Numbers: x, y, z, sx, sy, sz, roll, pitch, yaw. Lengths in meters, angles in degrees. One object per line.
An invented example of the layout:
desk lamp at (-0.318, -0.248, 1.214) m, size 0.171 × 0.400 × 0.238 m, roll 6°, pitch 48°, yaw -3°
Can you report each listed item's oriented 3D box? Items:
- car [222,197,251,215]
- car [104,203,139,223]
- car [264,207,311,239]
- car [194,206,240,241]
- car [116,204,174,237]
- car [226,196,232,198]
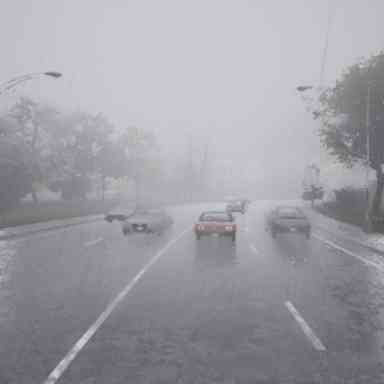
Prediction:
car at (4.742, 1.575, 35.147) m, size 2.033 × 1.411 × 5.357 m, roll 0°, pitch 0°, yaw 14°
car at (-4.755, 1.536, 25.201) m, size 2.033 × 1.411 × 5.357 m, roll 0°, pitch 0°, yaw 10°
car at (4.922, 1.514, 17.568) m, size 2.128 × 1.511 × 4.902 m, roll 0°, pitch 0°, yaw 7°
car at (1.282, 1.611, 16.789) m, size 1.895 × 1.301 × 4.718 m, roll 0°, pitch 0°, yaw 7°
car at (-2.261, 1.561, 18.015) m, size 1.994 × 1.385 × 4.181 m, roll 0°, pitch 0°, yaw 8°
car at (7.365, 1.512, 63.571) m, size 1.882 × 1.535 × 5.008 m, roll 0°, pitch 0°, yaw 25°
